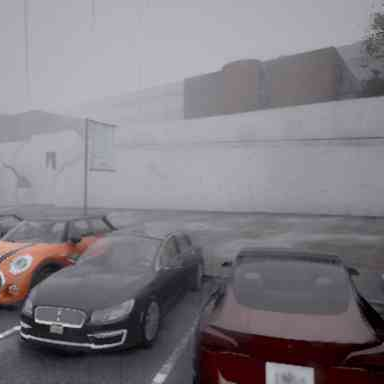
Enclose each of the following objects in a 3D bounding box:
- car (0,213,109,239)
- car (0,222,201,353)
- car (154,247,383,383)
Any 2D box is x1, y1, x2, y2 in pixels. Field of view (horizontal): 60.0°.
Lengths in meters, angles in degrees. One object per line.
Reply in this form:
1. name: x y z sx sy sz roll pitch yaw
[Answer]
1. car: -3.502 1.384 8.320 2.185 1.767 4.553 0 -1 15
2. car: -1.063 1.501 6.556 2.231 1.521 4.892 0 -1 15
3. car: 1.380 1.521 4.842 2.163 1.488 4.792 0 -1 15
